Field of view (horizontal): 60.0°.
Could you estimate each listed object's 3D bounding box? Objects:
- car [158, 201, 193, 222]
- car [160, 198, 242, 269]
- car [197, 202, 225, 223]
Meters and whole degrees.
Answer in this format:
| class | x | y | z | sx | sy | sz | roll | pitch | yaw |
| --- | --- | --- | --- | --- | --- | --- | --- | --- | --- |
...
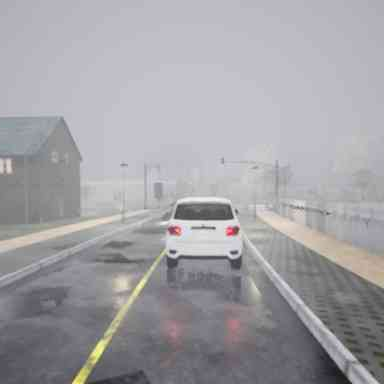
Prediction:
| class | x | y | z | sx | sy | sz | roll | pitch | yaw |
| --- | --- | --- | --- | --- | --- | --- | --- | --- | --- |
| car | -1.202 | 1.507 | 27.435 | 2.033 | 1.411 | 5.357 | 0 | 0 | 7 |
| car | 0.426 | 1.199 | 11.278 | 2.150 | 2.045 | 5.566 | 0 | 0 | 3 |
| car | 1.609 | 1.540 | 26.376 | 1.994 | 1.385 | 4.181 | 0 | 0 | 6 |
